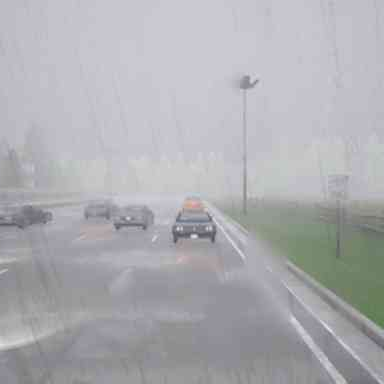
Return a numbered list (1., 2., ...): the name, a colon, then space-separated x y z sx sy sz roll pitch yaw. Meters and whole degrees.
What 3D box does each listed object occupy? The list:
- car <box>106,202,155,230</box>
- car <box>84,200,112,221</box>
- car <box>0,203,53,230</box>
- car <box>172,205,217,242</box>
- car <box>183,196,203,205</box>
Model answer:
1. car: -3.405 1.457 20.275 2.033 1.411 5.357 0 0 0
2. car: -6.906 1.376 25.940 2.128 1.511 4.902 0 0 0
3. car: -10.403 1.457 20.285 2.033 1.411 5.357 0 0 0
4. car: 0.096 1.530 15.878 1.895 1.301 4.718 0 0 0
5. car: 0.091 1.195 35.270 2.097 1.767 4.553 0 0 0
